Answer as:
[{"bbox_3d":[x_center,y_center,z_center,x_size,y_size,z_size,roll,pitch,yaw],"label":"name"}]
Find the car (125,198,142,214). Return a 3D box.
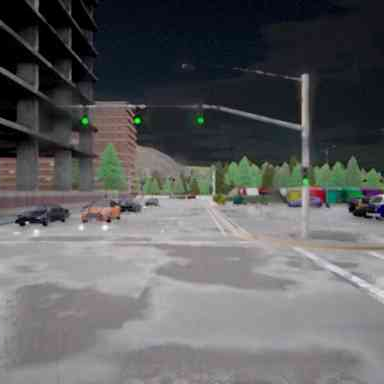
[{"bbox_3d":[-6.850,1.694,37.176,1.895,1.301,4.718,0,0,1],"label":"car"}]

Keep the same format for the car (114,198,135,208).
[{"bbox_3d":[-10.158,1.630,50.549,2.128,1.511,4.902,0,0,1],"label":"car"}]

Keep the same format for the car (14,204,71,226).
[{"bbox_3d":[-10.510,1.601,23.935,2.033,1.411,5.357,0,0,1],"label":"car"}]

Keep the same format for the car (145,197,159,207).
[{"bbox_3d":[-6.568,1.658,55.267,1.837,1.490,4.892,0,-1,1],"label":"car"}]

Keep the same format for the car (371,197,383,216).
[{"bbox_3d":[22.027,1.523,35.841,3.806,1.475,1.970,0,0,1],"label":"car"}]

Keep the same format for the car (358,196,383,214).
[{"bbox_3d":[22.083,1.500,38.735,3.905,1.438,1.784,0,0,1],"label":"car"}]

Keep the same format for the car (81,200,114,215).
[{"bbox_3d":[-10.354,1.642,36.816,2.033,1.411,5.357,0,0,1],"label":"car"}]

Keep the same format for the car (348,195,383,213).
[{"bbox_3d":[22.083,1.298,41.420,4.605,1.855,1.932,0,0,1],"label":"car"}]

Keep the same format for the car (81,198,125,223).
[{"bbox_3d":[-6.985,1.410,26.011,2.097,1.767,4.553,0,0,1],"label":"car"}]
